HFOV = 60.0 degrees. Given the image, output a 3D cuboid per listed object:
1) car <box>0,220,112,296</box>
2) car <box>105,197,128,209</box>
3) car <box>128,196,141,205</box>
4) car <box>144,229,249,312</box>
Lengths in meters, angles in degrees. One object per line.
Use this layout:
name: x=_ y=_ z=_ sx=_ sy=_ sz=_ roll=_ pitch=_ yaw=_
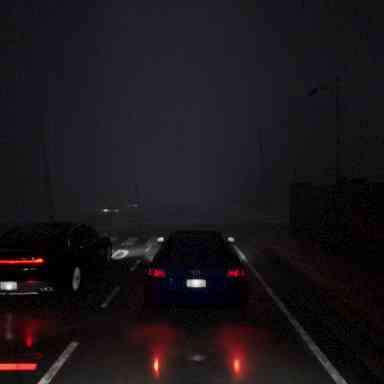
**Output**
car: x=-3.421 y=1.500 z=8.630 sx=1.837 sy=1.490 sz=4.892 roll=0 pitch=0 yaw=0
car: x=-10.494 y=1.450 z=45.576 sx=1.882 sy=1.535 sz=5.008 roll=0 pitch=0 yaw=0
car: x=-10.435 y=1.511 z=60.230 sx=2.033 sy=1.411 sz=5.357 roll=0 pitch=0 yaw=1
car: x=0.092 y=1.559 z=7.799 sx=1.994 sy=1.385 sz=4.181 roll=0 pitch=0 yaw=0
